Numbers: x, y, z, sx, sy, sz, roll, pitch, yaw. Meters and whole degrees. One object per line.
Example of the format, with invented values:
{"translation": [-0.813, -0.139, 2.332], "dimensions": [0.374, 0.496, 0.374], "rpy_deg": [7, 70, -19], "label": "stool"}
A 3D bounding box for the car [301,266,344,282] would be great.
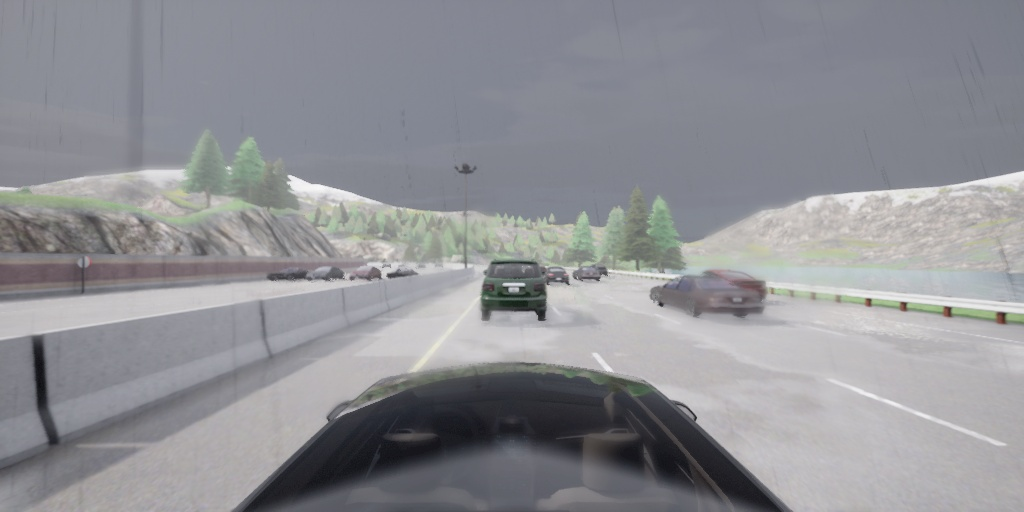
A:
{"translation": [-17.623, 1.691, 34.137], "dimensions": [1.812, 1.442, 4.674], "rpy_deg": [0, -1, 0], "label": "car"}

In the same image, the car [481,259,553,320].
{"translation": [0.077, 1.124, 13.442], "dimensions": [2.150, 2.045, 5.566], "rpy_deg": [0, 0, 0], "label": "car"}

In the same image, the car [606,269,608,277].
{"translation": [10.422, 1.801, 44.499], "dimensions": [1.837, 1.490, 4.892], "rpy_deg": [0, -1, -2], "label": "car"}

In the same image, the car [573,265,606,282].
{"translation": [7.100, 1.717, 34.546], "dimensions": [2.033, 1.411, 5.357], "rpy_deg": [0, -1, 0], "label": "car"}

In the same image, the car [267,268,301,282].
{"translation": [-21.111, 1.768, 34.318], "dimensions": [1.895, 1.301, 4.718], "rpy_deg": [0, -1, 0], "label": "car"}

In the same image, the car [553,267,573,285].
{"translation": [3.603, 1.636, 29.879], "dimensions": [1.812, 1.442, 4.674], "rpy_deg": [0, -1, 0], "label": "car"}

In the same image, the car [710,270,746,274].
{"translation": [10.592, 1.439, 18.289], "dimensions": [1.882, 1.535, 5.008], "rpy_deg": [0, 0, 0], "label": "car"}

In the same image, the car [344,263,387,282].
{"translation": [-14.129, 1.701, 34.942], "dimensions": [1.812, 1.442, 4.674], "rpy_deg": [0, -1, 0], "label": "car"}

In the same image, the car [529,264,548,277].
{"translation": [3.326, 1.799, 46.396], "dimensions": [1.882, 1.535, 5.008], "rpy_deg": [0, -1, -3], "label": "car"}

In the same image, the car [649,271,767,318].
{"translation": [7.081, 1.451, 13.757], "dimensions": [2.033, 1.411, 5.357], "rpy_deg": [0, -1, 0], "label": "car"}

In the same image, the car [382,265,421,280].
{"translation": [-10.615, 1.775, 34.813], "dimensions": [1.895, 1.301, 4.718], "rpy_deg": [0, -1, 0], "label": "car"}
